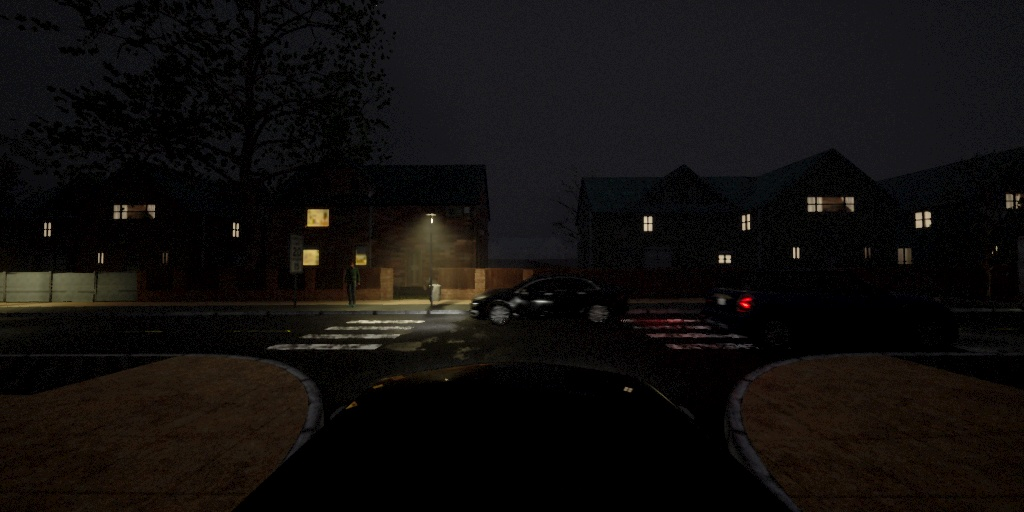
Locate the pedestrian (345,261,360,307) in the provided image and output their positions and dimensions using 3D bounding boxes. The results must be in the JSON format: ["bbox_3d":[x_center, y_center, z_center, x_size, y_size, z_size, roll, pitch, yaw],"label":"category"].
[{"bbox_3d":[-6.466,1.113,14.473,0.375,1.860,0.375,0,-1,2],"label":"pedestrian"}]

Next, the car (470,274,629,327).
[{"bbox_3d":[1.139,1.333,11.322,4.892,1.490,1.837,-1,-1,2],"label":"car"}]

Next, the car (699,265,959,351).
[{"bbox_3d":[6.946,1.049,8.203,4.553,1.767,2.097,-1,-1,2],"label":"car"}]
